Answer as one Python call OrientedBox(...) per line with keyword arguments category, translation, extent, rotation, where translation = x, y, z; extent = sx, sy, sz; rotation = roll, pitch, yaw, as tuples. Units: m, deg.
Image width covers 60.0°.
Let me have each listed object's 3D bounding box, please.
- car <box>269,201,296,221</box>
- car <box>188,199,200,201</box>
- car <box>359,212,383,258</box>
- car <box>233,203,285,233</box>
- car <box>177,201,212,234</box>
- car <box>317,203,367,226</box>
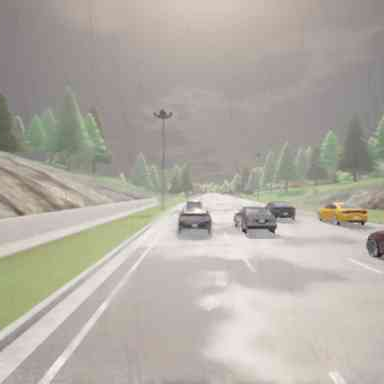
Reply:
OrientedBox(category="car", translation=(7.176, 1.509, 27.903), extent=(1.882, 1.535, 5.008), rotation=(0, 0, 0))
OrientedBox(category="car", translation=(0.218, 1.525, 40.175), extent=(2.128, 1.511, 4.902), rotation=(0, 0, 0))
OrientedBox(category="car", translation=(7.135, 1.542, 9.918), extent=(1.812, 1.442, 4.674), rotation=(0, 0, 0))
OrientedBox(category="car", translation=(3.652, 1.568, 19.888), extent=(2.033, 1.411, 5.357), rotation=(0, 0, 0))
OrientedBox(category="car", translation=(0.152, 1.508, 19.395), extent=(2.128, 1.511, 4.902), rotation=(0, 0, 0))
OrientedBox(category="car", translation=(10.665, 1.509, 24.013), extent=(1.882, 1.535, 5.008), rotation=(0, 0, 0))
